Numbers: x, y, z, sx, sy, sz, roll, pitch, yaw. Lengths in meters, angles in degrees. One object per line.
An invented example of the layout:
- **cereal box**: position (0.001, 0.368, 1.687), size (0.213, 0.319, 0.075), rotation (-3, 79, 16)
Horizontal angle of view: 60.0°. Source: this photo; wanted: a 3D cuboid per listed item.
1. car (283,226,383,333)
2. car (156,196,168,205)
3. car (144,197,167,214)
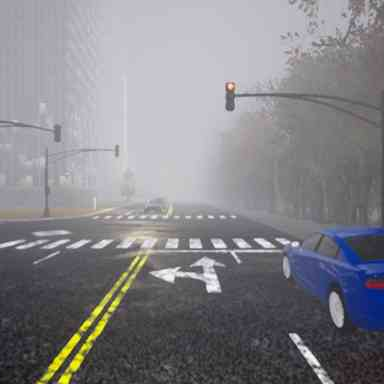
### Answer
- **car**: position (3.272, 1.444, 6.826), size (1.882, 1.535, 5.008), rotation (-3, -1, 1)
- **car**: position (-5.516, 1.551, 61.309), size (2.128, 1.511, 4.902), rotation (0, 0, -3)
- **car**: position (-4.180, 1.576, 36.505), size (2.033, 1.411, 5.357), rotation (0, 0, -3)
